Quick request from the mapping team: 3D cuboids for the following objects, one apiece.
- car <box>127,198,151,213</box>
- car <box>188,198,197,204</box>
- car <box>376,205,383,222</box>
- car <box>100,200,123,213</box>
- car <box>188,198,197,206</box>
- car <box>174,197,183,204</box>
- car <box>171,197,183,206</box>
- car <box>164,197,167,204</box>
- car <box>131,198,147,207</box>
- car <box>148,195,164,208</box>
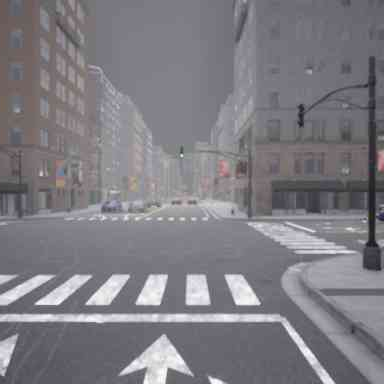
[{"bbox_3d":[-6.532,1.800,40.366,1.812,1.442,4.674,0,0,0],"label":"car"},{"bbox_3d":[0.099,2.056,77.769,1.994,1.385,4.181,0,0,0],"label":"car"},{"bbox_3d":[16.347,1.263,24.340,5.566,2.045,2.150,0,0,0],"label":"car"},{"bbox_3d":[-9.781,1.754,40.734,1.882,1.535,5.008,0,0,0],"label":"car"},{"bbox_3d":[0.086,1.956,67.320,1.882,1.535,5.008,0,0,0],"label":"car"},{"bbox_3d":[-3.151,1.981,77.774,1.882,1.535,5.008,0,0,0],"label":"car"},{"bbox_3d":[-3.164,1.956,67.358,1.882,1.535,5.008,0,0,0],"label":"car"},{"bbox_3d":[-6.409,1.878,71.990,2.128,1.511,4.902,0,0,0],"label":"car"},{"bbox_3d":[-9.677,1.923,61.154,2.128,1.511,4.902,0,-1,0],"label":"car"},{"bbox_3d":[-6.472,1.616,56.651,2.150,2.045,5.566,0,0,1],"label":"car"}]
